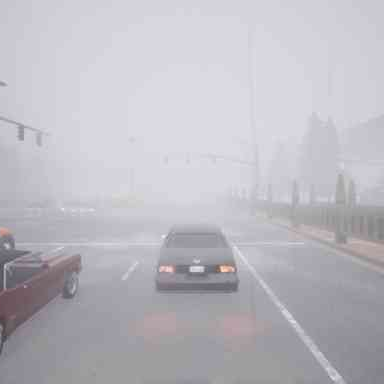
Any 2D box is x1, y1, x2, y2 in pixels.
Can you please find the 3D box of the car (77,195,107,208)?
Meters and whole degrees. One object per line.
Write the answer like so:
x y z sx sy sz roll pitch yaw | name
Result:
-14.144 1.547 47.306 2.033 1.411 5.357 0 0 0 | car

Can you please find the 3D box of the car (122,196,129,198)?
-14.066 1.525 69.220 2.128 1.511 4.902 0 0 0 | car

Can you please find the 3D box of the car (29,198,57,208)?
-21.144 1.547 47.418 2.033 1.411 5.357 0 0 0 | car

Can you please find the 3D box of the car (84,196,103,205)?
-17.621 1.478 59.465 1.882 1.535 5.008 0 0 1 | car

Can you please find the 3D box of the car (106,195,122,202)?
-14.129 1.601 57.948 1.895 1.301 4.718 0 0 0 | car

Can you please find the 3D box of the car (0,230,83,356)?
-3.405 1.601 5.519 1.895 1.301 4.718 0 0 0 | car

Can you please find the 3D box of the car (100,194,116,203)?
-17.567 1.355 69.763 2.097 1.767 4.553 0 0 0 | car

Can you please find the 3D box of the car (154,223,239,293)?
0.091 1.547 8.974 2.033 1.411 5.357 0 0 0 | car

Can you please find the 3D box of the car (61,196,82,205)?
-21.120 1.478 58.691 1.882 1.535 5.008 0 0 0 | car

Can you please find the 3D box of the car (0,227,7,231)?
-6.909 1.352 9.183 2.097 1.767 4.553 0 0 0 | car

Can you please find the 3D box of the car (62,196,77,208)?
-17.627 1.526 49.430 1.812 1.442 4.674 0 0 0 | car

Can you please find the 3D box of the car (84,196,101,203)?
-21.068 1.525 70.463 2.128 1.511 4.902 0 0 0 | car
